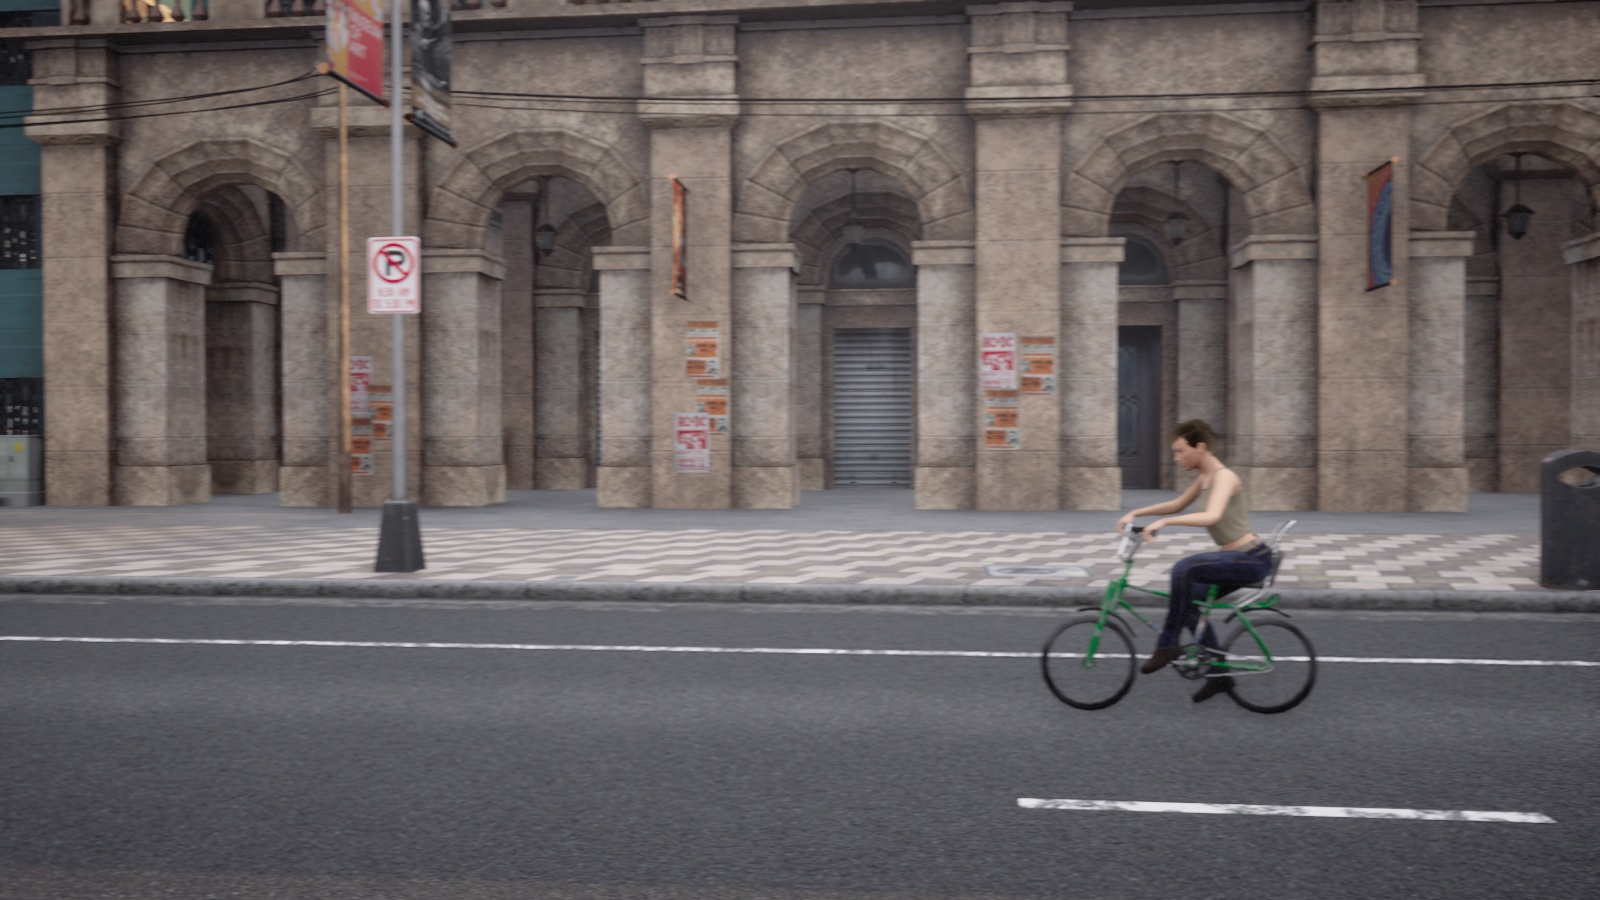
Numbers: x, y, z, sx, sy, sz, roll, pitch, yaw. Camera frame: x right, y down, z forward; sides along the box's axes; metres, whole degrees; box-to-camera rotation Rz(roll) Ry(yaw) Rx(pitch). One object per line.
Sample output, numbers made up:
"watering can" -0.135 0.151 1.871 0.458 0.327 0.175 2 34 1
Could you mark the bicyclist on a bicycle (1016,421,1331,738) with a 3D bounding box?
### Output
"bicyclist on a bicycle" 1.992 0.654 6.918 1.509 1.612 0.866 0 1 6
